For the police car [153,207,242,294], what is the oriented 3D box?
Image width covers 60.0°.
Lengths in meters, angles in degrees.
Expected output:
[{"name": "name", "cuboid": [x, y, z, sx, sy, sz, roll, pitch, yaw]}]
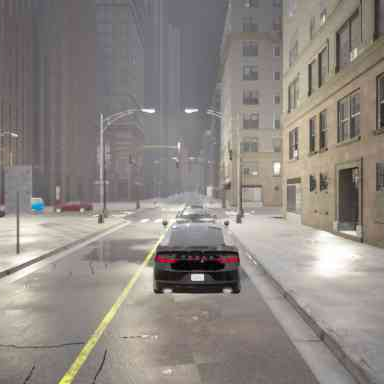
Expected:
[{"name": "police car", "cuboid": [0.110, 1.427, 8.938, 1.930, 1.638, 5.238, 0, 0, 0]}]

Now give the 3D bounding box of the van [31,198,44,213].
[{"name": "van", "cuboid": [-19.570, 1.591, 39.145, 3.998, 1.788, 1.690, -1, 0, 0]}]

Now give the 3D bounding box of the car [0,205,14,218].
[{"name": "car", "cuboid": [-19.600, 1.523, 30.620, 5.009, 1.841, 2.192, -1, 0, 0]}]

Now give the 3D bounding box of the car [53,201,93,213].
[{"name": "car", "cuboid": [-13.943, 1.726, 39.120, 4.507, 1.381, 1.887, -1, 0, 0]}]

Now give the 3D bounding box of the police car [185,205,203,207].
[{"name": "police car", "cuboid": [0.127, 1.509, 18.543, 2.038, 1.542, 4.974, 0, 0, 0]}]
